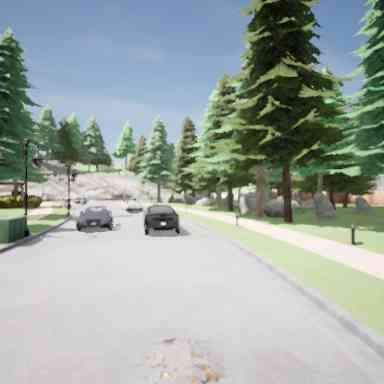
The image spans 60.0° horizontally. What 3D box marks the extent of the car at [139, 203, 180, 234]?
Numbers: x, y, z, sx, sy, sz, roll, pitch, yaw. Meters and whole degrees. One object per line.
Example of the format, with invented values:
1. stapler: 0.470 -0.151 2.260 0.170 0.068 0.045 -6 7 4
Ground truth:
1. car: -1.900 1.469 19.399 1.882 1.535 5.008 0 0 -10

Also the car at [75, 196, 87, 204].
1. car: -20.225 1.513 60.541 2.128 1.511 4.902 0 0 -23

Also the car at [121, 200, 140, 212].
1. car: -6.916 1.592 38.103 1.895 1.301 4.718 0 0 -20

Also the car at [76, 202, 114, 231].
1. car: -5.842 1.564 20.368 1.994 1.385 4.181 0 0 -12
